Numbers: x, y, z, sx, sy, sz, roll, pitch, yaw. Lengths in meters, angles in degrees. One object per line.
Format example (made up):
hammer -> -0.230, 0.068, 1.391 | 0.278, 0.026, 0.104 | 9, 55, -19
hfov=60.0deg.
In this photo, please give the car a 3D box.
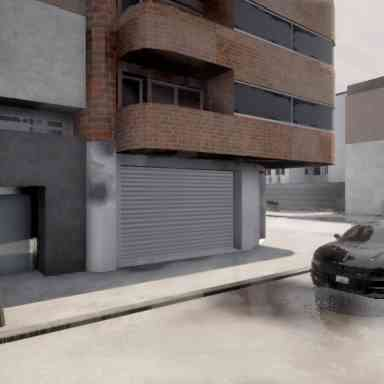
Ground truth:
car -> 4.871, 1.478, 8.325 | 5.008, 1.535, 1.882 | 0, 1, -42
